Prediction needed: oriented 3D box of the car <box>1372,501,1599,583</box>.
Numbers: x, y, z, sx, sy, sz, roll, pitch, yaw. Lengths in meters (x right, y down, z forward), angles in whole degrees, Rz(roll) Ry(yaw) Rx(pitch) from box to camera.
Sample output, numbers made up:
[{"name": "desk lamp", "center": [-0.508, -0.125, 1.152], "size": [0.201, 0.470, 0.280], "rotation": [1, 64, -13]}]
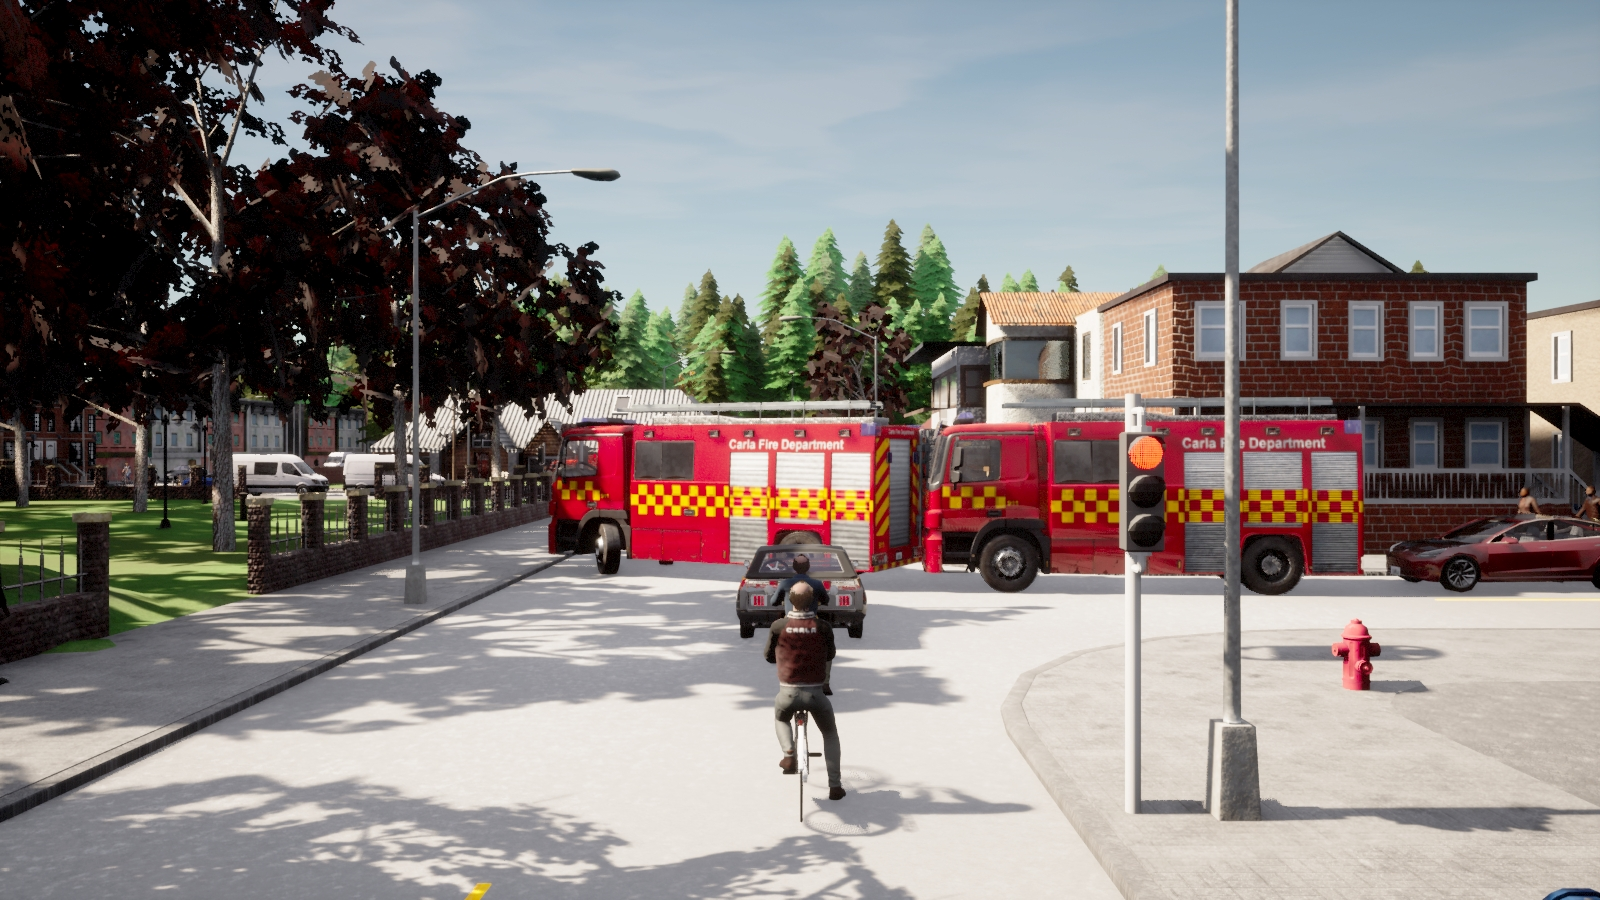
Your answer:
[{"name": "car", "center": [14.646, 1.843, 23.389], "size": [4.792, 1.488, 2.163], "rotation": [0, 0, 0]}]

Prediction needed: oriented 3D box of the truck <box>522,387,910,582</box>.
[{"name": "truck", "center": [-2.007, 0.672, 25.771], "size": [8.468, 3.827, 2.891], "rotation": [0, 0, 28]}]

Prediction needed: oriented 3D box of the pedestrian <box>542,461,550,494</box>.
[{"name": "pedestrian", "center": [-14.152, 1.525, 63.687], "size": [0.375, 1.860, 0.375], "rotation": [0, 0, -1]}]

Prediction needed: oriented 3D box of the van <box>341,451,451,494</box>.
[{"name": "van", "center": [-24.299, 1.314, 68.785], "size": [5.915, 2.561, 1.988], "rotation": [0, 0, 1]}]

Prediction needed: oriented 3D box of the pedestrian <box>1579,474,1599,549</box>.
[{"name": "pedestrian", "center": [19.768, 1.524, 28.531], "size": [0.375, 1.860, 0.375], "rotation": [0, 0, 2]}]

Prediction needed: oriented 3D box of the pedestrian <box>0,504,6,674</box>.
[{"name": "pedestrian", "center": [-8.956, 1.525, 12.427], "size": [0.375, 1.860, 0.375], "rotation": [0, 0, 2]}]

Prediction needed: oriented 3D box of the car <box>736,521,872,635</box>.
[{"name": "car", "center": [0.052, 1.935, 18.331], "size": [1.895, 1.301, 4.718], "rotation": [0, 0, 0]}]

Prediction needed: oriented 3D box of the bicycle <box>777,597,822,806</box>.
[{"name": "bicycle", "center": [-0.005, 1.940, 9.200], "size": [0.329, 1.271, 1.835], "rotation": [0, 0, 0]}]

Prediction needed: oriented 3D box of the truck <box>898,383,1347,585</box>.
[{"name": "truck", "center": [6.264, 0.669, 23.470], "size": [8.468, 3.827, 2.891], "rotation": [0, 0, 5]}]

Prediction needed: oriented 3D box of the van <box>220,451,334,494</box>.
[{"name": "van", "center": [-31.465, 1.314, 68.839], "size": [5.915, 2.561, 1.988], "rotation": [0, 0, 1]}]

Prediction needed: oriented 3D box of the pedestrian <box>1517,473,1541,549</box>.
[{"name": "pedestrian", "center": [18.056, 1.516, 28.301], "size": [0.375, 1.860, 0.375], "rotation": [0, 0, -2]}]
